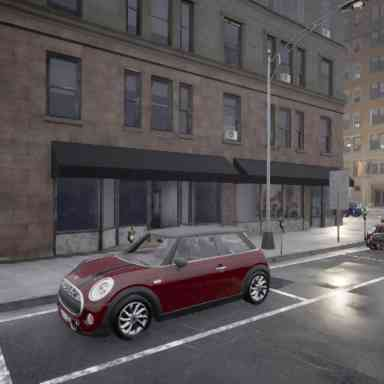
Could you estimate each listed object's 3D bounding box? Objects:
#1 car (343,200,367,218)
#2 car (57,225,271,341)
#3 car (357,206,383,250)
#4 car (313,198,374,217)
[{"bbox_3d":[12.325,1.124,29.458,2.150,2.045,5.566,1,0,-36],"label":"car"},{"bbox_3d":[-0.411,1.441,6.473,4.097,1.590,1.967,0,0,-36],"label":"car"},{"bbox_3d":[8.516,1.445,12.879,4.097,1.590,1.967,0,0,-36],"label":"car"},{"bbox_3d":[14.453,1.416,32.055,2.128,1.511,4.902,1,0,-36],"label":"car"}]
